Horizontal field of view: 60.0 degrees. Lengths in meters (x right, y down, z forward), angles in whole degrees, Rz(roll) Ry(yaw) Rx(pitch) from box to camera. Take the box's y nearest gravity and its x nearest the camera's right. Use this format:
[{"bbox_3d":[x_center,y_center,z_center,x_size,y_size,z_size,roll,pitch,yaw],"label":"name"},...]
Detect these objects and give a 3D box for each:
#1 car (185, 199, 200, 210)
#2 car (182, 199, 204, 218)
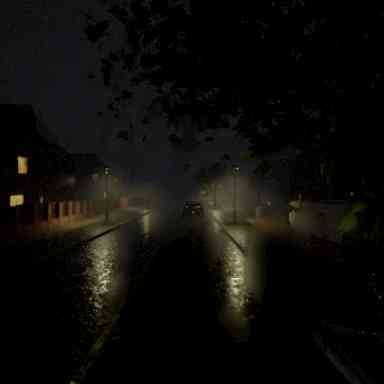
[{"bbox_3d":[0.083,1.671,45.448,1.895,1.301,4.718,0,0,0],"label":"car"},{"bbox_3d":[0.109,1.514,30.822,2.128,1.511,4.902,0,0,0],"label":"car"}]
